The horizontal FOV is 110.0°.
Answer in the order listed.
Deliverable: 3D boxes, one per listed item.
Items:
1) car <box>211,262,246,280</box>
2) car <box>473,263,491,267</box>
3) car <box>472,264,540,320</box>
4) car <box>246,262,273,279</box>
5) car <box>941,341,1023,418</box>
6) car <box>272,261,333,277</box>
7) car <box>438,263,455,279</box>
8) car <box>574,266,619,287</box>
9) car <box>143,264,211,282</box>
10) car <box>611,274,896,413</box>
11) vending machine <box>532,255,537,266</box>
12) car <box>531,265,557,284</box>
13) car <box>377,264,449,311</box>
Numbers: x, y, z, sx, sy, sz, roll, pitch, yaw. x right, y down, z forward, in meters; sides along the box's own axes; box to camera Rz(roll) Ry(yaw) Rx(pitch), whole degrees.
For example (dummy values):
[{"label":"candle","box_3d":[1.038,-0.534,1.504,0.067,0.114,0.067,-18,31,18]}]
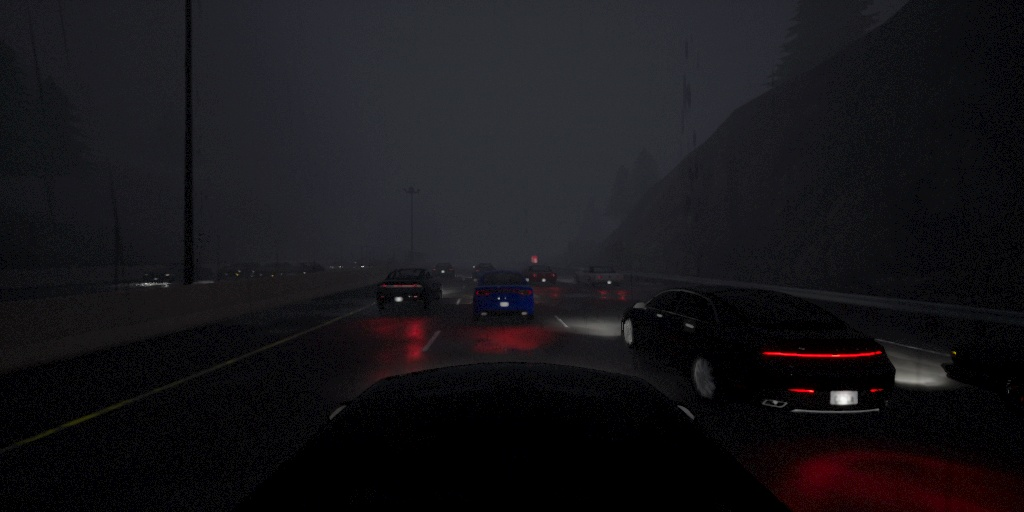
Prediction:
[{"label":"car","box_3d":[-23.972,1.286,31.999,1.837,1.490,4.892,0,0,-9]},{"label":"car","box_3d":[-2.305,1.297,30.342,1.994,1.385,4.181,0,0,-8]},{"label":"car","box_3d":[-0.359,1.220,12.684,1.882,1.535,5.008,0,0,-3]},{"label":"car","box_3d":[-20.230,1.277,30.772,1.837,1.490,4.892,0,0,-9]},{"label":"car","box_3d":[7.043,1.282,2.555,2.033,1.411,5.357,0,0,-1]},{"label":"car","box_3d":[-16.308,1.256,28.286,2.128,1.511,4.902,0,0,-8]},{"label":"car","box_3d":[-6.187,1.304,32.582,1.994,1.385,4.181,0,0,-9]},{"label":"car","box_3d":[5.650,1.322,23.964,1.895,1.301,4.718,0,0,-7]},{"label":"car","box_3d":[-27.111,1.335,29.478,2.033,1.411,5.357,0,0,-9]},{"label":"car","box_3d":[3.433,1.244,6.201,1.837,1.490,4.892,0,0,-2]},{"label":"vending machine","box_3d":[4.111,0.889,65.314,1.100,2.100,0.880,0,0,-9]},{"label":"car","box_3d":[1.841,1.328,26.170,1.895,1.301,4.718,0,0,-8]},{"label":"car","box_3d":[-3.995,1.241,14.521,2.128,1.511,4.902,0,0,-4]}]
